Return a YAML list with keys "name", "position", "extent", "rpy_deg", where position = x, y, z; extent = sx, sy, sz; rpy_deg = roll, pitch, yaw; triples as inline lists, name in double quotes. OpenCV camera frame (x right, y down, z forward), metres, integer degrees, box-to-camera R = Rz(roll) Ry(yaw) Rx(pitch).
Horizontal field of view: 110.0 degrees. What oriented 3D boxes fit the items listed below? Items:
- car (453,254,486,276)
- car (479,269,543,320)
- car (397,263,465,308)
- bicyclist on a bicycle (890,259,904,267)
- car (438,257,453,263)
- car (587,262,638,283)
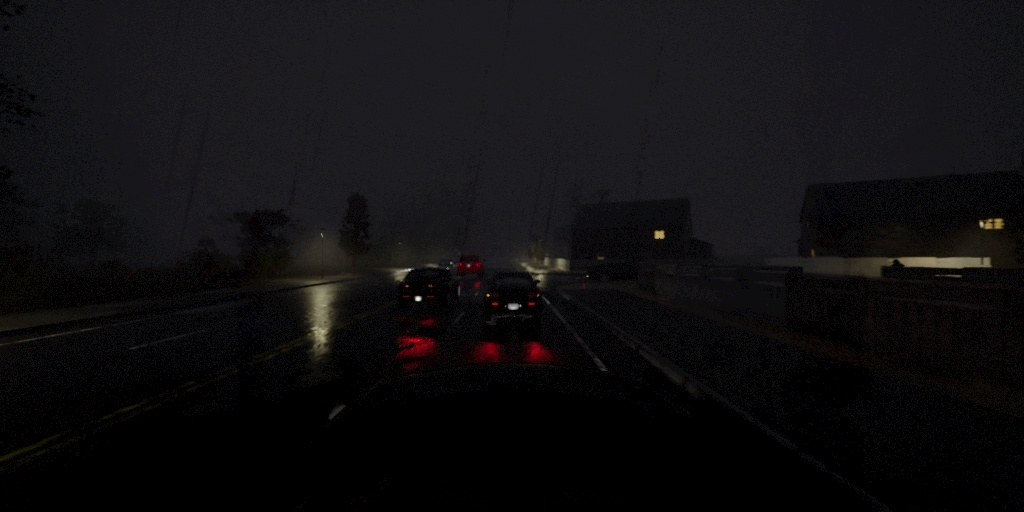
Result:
- name: "car"
  position: [-3.593, 0.869, 32.037]
  extent: [2.150, 2.045, 5.566]
  rpy_deg: [0, 0, -1]
- name: "car"
  position: [0.018, 1.240, 12.339]
  extent: [1.812, 1.442, 4.674]
  rpy_deg: [0, 0, 0]
- name: "car"
  position: [-3.274, 1.213, 14.799]
  extent: [1.837, 1.490, 4.892]
  rpy_deg: [0, 0, -1]
- name: "bicyclist on a bicycle"
  position: [18.148, 0.991, 16.887]
  extent: [0.582, 1.620, 1.656]
  rpy_deg: [0, 1, 30]
- name: "car"
  position: [-10.765, 1.042, 58.460]
  extent: [2.128, 1.511, 4.902]
  rpy_deg: [0, 0, -1]
- name: "car"
  position: [7.833, 1.164, 25.604]
  extent: [4.892, 1.490, 1.837]
  rpy_deg: [-1, -3, 1]
